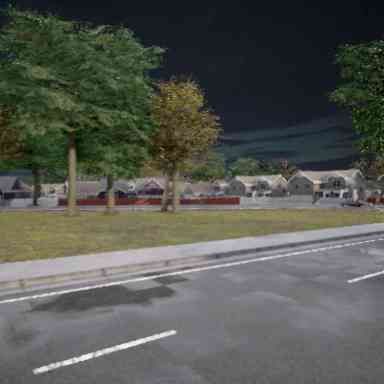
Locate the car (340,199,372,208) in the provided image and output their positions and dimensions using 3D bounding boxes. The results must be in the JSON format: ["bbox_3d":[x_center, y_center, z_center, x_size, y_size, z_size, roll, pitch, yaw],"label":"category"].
[{"bbox_3d":[26.729,1.926,54.195,2.128,1.511,4.902,-1,0,-35],"label":"car"}]
